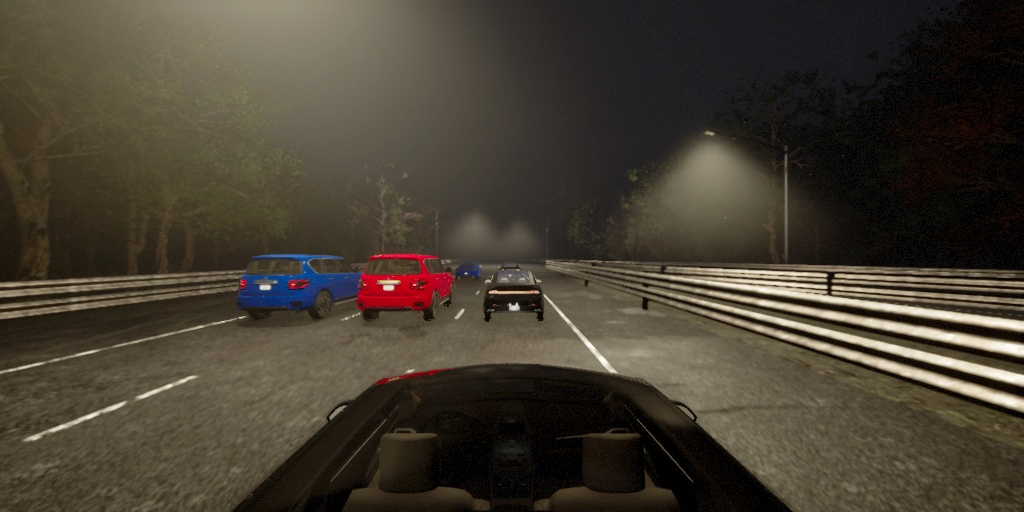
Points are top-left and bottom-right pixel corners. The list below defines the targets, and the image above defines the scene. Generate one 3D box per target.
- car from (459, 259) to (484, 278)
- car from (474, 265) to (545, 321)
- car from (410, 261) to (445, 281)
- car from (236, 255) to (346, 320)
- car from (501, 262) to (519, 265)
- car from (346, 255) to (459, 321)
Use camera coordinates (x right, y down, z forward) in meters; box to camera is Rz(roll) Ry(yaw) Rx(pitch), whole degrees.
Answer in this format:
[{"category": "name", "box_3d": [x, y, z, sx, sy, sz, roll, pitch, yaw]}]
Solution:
[{"category": "car", "box_3d": [-3.707, 1.243, 31.017, 1.882, 1.535, 5.008, 0, 0, -1]}, {"category": "car", "box_3d": [0.047, 1.243, 12.475, 2.128, 1.511, 4.902, 0, 0, 0]}, {"category": "car", "box_3d": [-7.210, 1.244, 31.099, 1.882, 1.535, 5.008, 0, 0, -1]}, {"category": "car", "box_3d": [-6.953, 0.976, 12.759, 2.150, 2.045, 5.566, 0, 0, 0]}, {"category": "car", "box_3d": [-0.173, 1.253, 29.281, 2.128, 1.511, 4.902, 0, 0, -1]}, {"category": "car", "box_3d": [-3.453, 0.975, 12.672, 2.150, 2.045, 5.566, 0, 0, 0]}]
